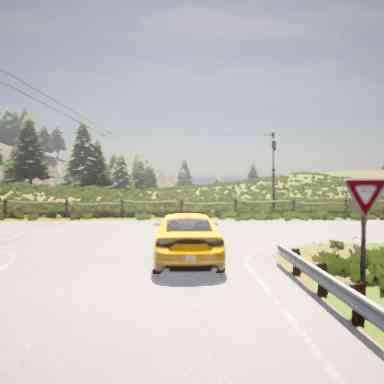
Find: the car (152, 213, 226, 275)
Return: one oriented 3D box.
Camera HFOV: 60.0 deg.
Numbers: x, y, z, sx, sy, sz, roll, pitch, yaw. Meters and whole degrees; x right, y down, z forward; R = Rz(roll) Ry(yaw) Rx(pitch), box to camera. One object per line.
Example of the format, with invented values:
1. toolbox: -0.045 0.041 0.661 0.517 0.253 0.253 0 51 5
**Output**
1. car: -0.184 1.387 10.232 1.882 1.535 5.008 0 0 -4
